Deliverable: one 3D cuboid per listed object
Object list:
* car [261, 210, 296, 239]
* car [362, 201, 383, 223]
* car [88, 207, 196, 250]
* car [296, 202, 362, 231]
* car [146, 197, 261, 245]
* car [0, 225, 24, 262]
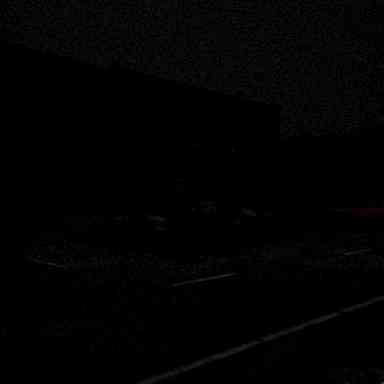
[{"bbox_3d":[2.549,1.522,17.692,5.008,1.535,2.097,-1,-1,36],"label":"car"},{"bbox_3d":[12.675,1.445,24.289,4.553,1.767,2.185,-1,-1,37],"label":"car"},{"bbox_3d":[-2.445,1.537,14.280,4.674,1.452,2.002,-1,-1,35],"label":"car"},{"bbox_3d":[7.587,1.546,21.020,5.008,1.535,2.097,-1,-1,37],"label":"car"},{"bbox_3d":[0.074,1.258,15.985,5.566,2.045,2.435,-1,-1,35],"label":"car"},{"bbox_3d":[-7.397,1.512,10.827,4.674,1.452,2.002,-1,-1,34],"label":"car"}]
